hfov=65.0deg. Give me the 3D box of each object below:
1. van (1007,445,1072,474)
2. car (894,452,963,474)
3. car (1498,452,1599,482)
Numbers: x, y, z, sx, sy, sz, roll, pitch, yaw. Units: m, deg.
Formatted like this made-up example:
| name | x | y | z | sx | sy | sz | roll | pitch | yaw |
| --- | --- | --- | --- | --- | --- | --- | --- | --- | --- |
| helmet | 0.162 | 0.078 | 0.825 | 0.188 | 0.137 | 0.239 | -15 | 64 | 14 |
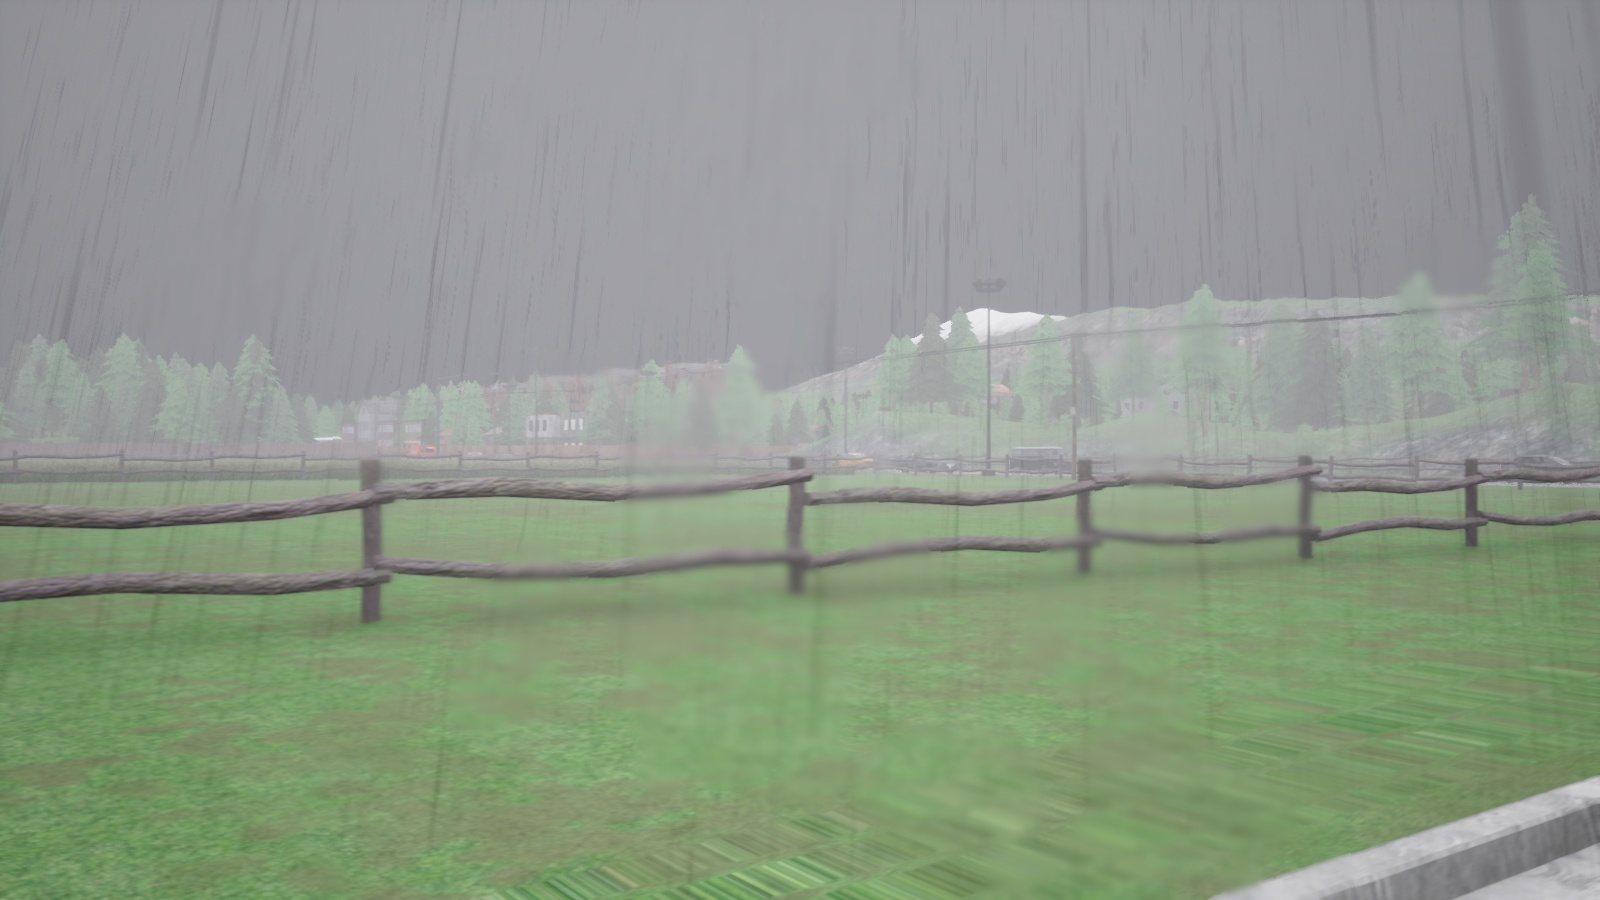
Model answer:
| name | x | y | z | sx | sy | sz | roll | pitch | yaw |
| --- | --- | --- | --- | --- | --- | --- | --- | --- | --- |
| van | 16.848 | 0.680 | 88.497 | 1.775 | 1.987 | 4.442 | 0 | 0 | -36 |
| car | 8.915 | 0.898 | 87.555 | 2.128 | 1.511 | 4.902 | 0 | 0 | -36 |
| car | 38.401 | 0.836 | 64.387 | 1.816 | 1.474 | 4.193 | 0 | 0 | -36 |
